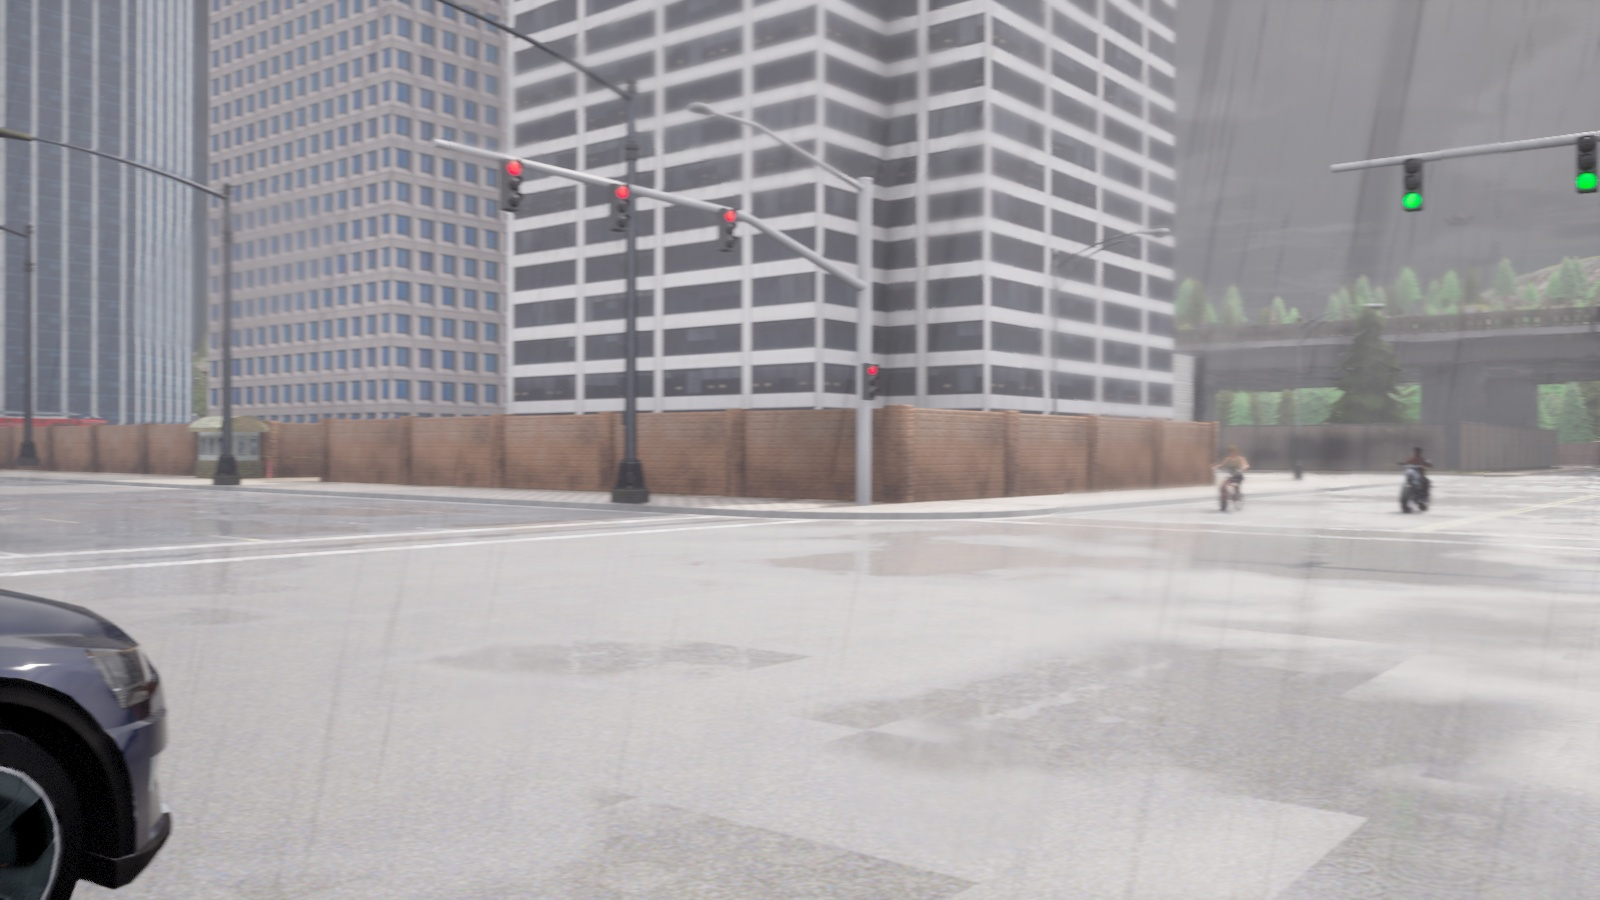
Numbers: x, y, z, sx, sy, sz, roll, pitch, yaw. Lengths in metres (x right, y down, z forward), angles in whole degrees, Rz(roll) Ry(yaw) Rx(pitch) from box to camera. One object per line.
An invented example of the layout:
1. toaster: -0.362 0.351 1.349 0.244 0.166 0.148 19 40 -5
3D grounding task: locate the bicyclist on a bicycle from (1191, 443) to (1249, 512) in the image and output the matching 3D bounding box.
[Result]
1. bicyclist on a bicycle: 10.243 0.650 30.596 0.866 1.612 1.509 0 0 39

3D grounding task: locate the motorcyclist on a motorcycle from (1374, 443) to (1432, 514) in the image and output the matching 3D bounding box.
1. motorcyclist on a motorcycle: 14.725 0.663 30.620 0.766 1.649 2.350 0 0 38

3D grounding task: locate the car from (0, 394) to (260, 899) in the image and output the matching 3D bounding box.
1. car: -3.825 0.671 2.437 2.033 1.649 4.856 0 0 30
